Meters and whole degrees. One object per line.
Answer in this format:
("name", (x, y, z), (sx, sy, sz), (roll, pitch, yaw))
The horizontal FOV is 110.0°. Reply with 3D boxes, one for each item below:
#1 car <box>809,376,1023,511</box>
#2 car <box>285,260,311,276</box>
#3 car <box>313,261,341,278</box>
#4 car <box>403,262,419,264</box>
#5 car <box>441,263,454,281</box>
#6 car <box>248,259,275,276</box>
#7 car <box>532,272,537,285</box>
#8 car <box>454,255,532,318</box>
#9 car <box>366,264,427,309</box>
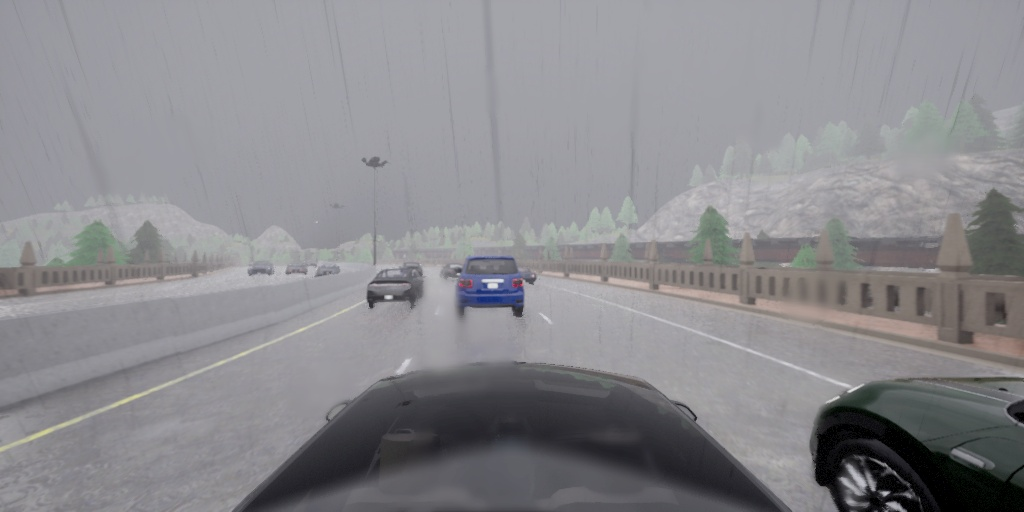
("car", (3.426, 1.095, 0.969), (2.097, 1.767, 4.553), (0, 0, 0))
("car", (-24.086, 1.476, 40.246), (1.994, 1.385, 4.181), (0, 0, -27))
("car", (-17.682, 1.428, 34.743), (1.994, 1.385, 4.181), (0, 0, -23))
("car", (-9.283, 1.321, 32.905), (1.837, 1.490, 4.892), (0, 0, -19))
("car", (-5.030, 1.320, 31.299), (1.812, 1.442, 4.674), (0, 0, -17))
("car", (-27.923, 1.291, 40.034), (2.097, 1.767, 4.553), (0, 0, -28))
("car", (0.208, 1.370, 25.812), (1.895, 1.301, 4.718), (0, 0, -14))
("car", (-0.927, 0.985, 13.333), (2.150, 2.045, 5.566), (0, 0, -8))
("car", (-4.773, 1.269, 15.257), (2.128, 1.511, 4.902), (0, 0, -8))
